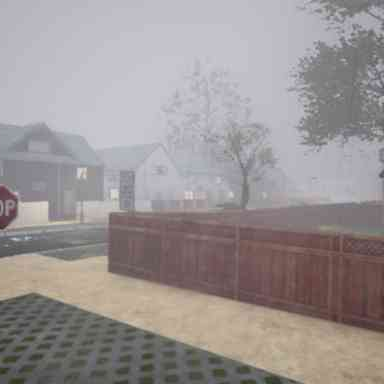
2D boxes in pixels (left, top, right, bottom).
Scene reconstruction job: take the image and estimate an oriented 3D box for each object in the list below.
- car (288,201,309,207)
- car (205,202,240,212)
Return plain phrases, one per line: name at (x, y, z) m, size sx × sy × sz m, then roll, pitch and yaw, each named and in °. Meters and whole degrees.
car at (14.910, 1.937, 46.357) m, size 1.994 × 1.385 × 4.181 m, roll 1°, pitch 0°, yaw 37°
car at (3.004, 1.701, 30.610) m, size 1.812 × 1.442 × 4.674 m, roll 1°, pitch 0°, yaw 37°
